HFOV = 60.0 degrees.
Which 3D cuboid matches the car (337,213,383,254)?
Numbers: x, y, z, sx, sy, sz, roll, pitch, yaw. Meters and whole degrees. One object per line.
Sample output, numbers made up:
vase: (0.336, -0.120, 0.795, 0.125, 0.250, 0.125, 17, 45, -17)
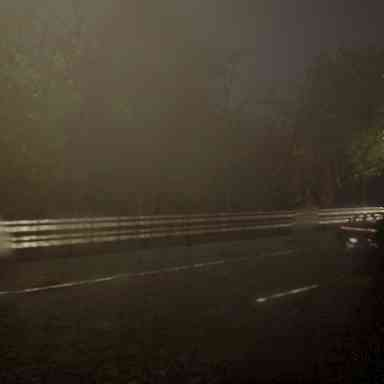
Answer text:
car: (8.059, 1.632, 13.976, 4.902, 1.511, 2.128, 1, 0, -36)
